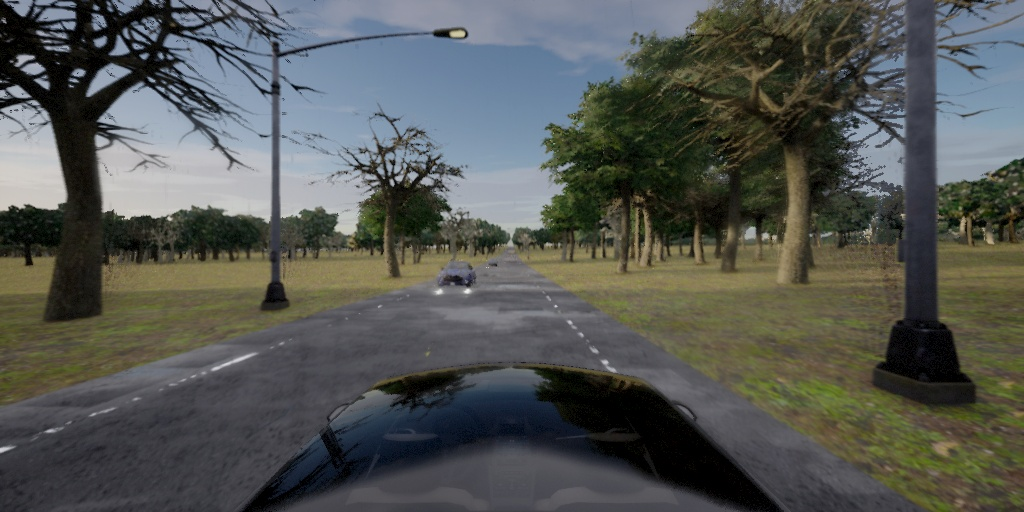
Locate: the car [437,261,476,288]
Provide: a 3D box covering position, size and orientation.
[{"bbox_3d":[-3.612,1.118,24.072,2.097,1.767,4.553,0,0,0],"label":"car"}]
